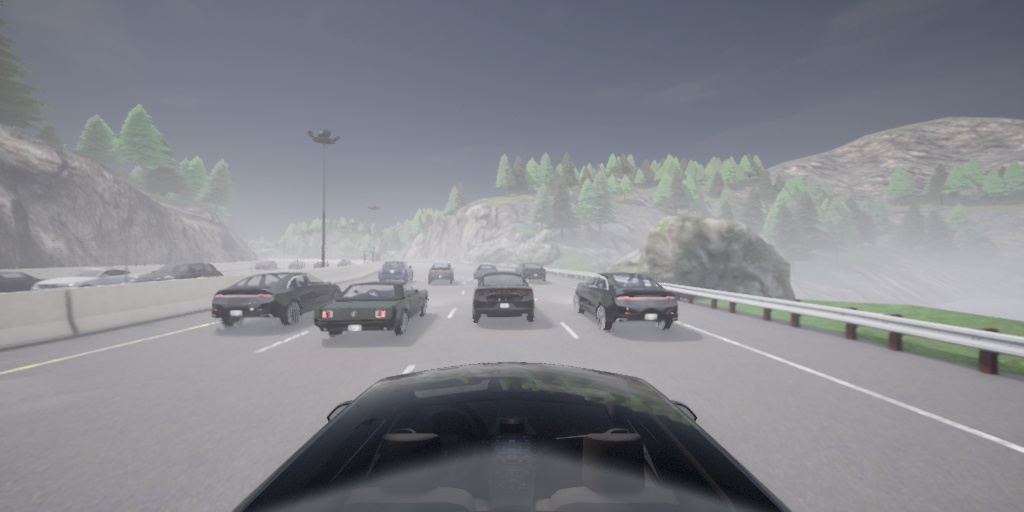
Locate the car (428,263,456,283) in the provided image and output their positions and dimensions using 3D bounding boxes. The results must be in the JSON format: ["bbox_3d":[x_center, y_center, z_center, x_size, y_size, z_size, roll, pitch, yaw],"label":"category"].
[{"bbox_3d":[-5.517,1.300,28.289,2.128,1.511,4.902,0,0,-8],"label":"car"}]

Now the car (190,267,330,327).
[{"bbox_3d":[-7.316,1.275,11.760,2.128,1.511,4.902,0,0,-3],"label":"car"}]

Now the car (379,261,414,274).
[{"bbox_3d":[-9.074,1.169,28.322,2.097,1.767,4.553,0,0,-8],"label":"car"}]

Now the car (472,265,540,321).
[{"bbox_3d":[-0.355,1.248,12.572,1.882,1.535,5.008,0,0,-3],"label":"car"}]

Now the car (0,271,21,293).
[{"bbox_3d":[-25.478,1.433,17.322,1.895,1.301,4.718,0,0,-6],"label":"car"}]

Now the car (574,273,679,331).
[{"bbox_3d":[3.231,1.251,11.054,2.128,1.511,4.902,0,0,-3],"label":"car"}]

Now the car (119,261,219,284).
[{"bbox_3d":[-18.797,1.175,20.346,2.097,1.767,4.553,0,0,-7],"label":"car"}]

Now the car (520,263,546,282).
[{"bbox_3d":[1.410,1.274,29.260,1.882,1.535,5.008,0,0,-8],"label":"car"}]

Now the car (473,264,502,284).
[{"bbox_3d":[-2.072,1.367,28.841,1.994,1.385,4.181,0,0,-8],"label":"car"}]

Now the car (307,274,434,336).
[{"bbox_3d":[-3.723,1.374,10.480,1.895,1.301,4.718,0,0,-3],"label":"car"}]

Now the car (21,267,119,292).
[{"bbox_3d":[-22.164,1.354,19.146,1.812,1.442,4.674,0,0,-7],"label":"car"}]
